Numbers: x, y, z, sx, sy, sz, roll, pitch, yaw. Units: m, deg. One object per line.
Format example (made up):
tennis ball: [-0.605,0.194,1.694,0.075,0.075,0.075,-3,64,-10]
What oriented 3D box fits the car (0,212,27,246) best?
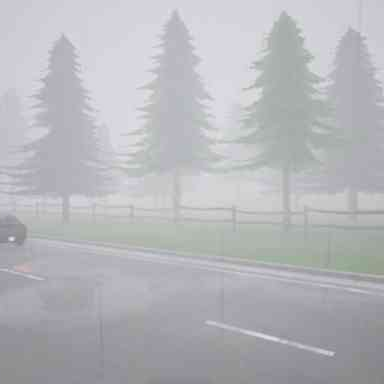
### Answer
car: [-9.303,1.663,14.921,4.892,1.490,1.837,0,0,36]
